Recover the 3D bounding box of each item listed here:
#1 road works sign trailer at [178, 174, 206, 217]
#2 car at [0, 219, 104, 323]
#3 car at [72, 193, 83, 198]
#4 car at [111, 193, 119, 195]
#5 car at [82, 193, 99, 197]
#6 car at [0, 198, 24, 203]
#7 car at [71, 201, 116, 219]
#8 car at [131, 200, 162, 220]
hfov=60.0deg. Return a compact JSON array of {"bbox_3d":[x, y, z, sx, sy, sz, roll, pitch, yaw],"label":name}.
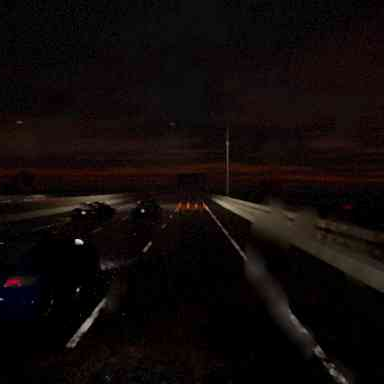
[{"bbox_3d":[0.026,0.232,28.795,2.380,3.560,2.880,0,0,0],"label":"road works sign trailer"},{"bbox_3d":[-3.393,1.508,7.074,1.994,1.385,4.181,0,0,0],"label":"car"},{"bbox_3d":[-24.433,0.882,72.772,2.033,1.411,5.357,0,1,0],"label":"car"},{"bbox_3d":[-17.431,0.887,74.958,1.895,1.301,4.718,0,1,0],"label":"car"},{"bbox_3d":[-20.935,0.994,70.098,1.895,1.301,4.718,0,1,0],"label":"car"},{"bbox_3d":[-17.564,1.302,32.516,1.994,1.385,4.181,0,0,0],"label":"car"},{"bbox_3d":[-6.878,1.358,23.649,2.033,1.411,5.357,0,0,0],"label":"car"},{"bbox_3d":[-3.377,1.343,25.380,2.033,1.411,5.357,0,0,0],"label":"car"}]
